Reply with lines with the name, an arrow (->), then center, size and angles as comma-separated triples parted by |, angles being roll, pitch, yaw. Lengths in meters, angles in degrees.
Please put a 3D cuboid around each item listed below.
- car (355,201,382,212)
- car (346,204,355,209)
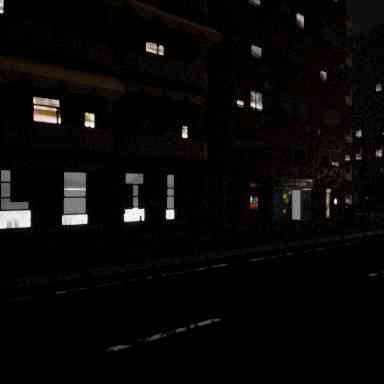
car -> 22.478, 1.856, 43.436 | 1.802, 1.307, 4.206 | -1, 0, -36
car -> 15.489, 1.595, 38.338 | 2.192, 1.841, 5.009 | -1, 0, -36
